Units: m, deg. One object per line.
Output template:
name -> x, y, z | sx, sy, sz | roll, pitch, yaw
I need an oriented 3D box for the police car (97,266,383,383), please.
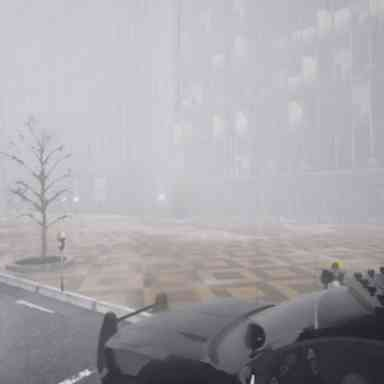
police car -> 1.335, 1.426, 2.467 | 5.238, 1.638, 1.930 | 0, 0, 35
